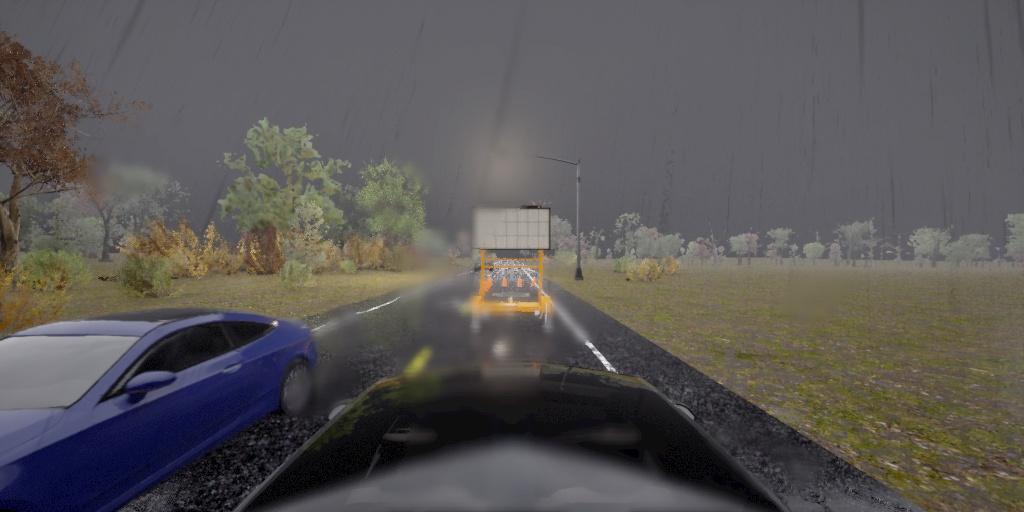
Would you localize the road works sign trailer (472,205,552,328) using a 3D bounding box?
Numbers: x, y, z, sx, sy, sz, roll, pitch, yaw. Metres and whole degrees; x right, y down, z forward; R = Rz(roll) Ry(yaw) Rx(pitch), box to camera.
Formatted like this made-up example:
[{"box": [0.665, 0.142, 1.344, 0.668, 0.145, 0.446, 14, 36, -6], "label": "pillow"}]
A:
[{"box": [0.001, 0.216, 11.340, 2.380, 3.560, 2.880, 0, 0, 0], "label": "road works sign trailer"}]

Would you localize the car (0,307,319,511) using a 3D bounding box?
[{"box": [-3.613, 1.276, 3.252, 1.812, 1.442, 4.674, 0, 0, 0], "label": "car"}]

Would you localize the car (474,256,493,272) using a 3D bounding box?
[{"box": [-3.598, 0.994, 46.037, 2.150, 2.045, 5.566, 0, 0, 0], "label": "car"}]
